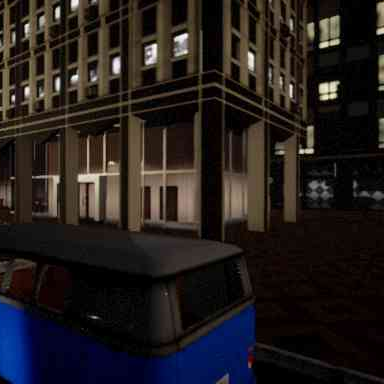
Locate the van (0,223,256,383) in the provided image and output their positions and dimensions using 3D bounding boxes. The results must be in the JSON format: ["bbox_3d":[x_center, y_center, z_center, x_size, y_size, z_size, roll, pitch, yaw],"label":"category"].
[{"bbox_3d":[-1.276,1.325,3.786,3.998,1.788,1.690,0,0,36],"label":"van"}]
